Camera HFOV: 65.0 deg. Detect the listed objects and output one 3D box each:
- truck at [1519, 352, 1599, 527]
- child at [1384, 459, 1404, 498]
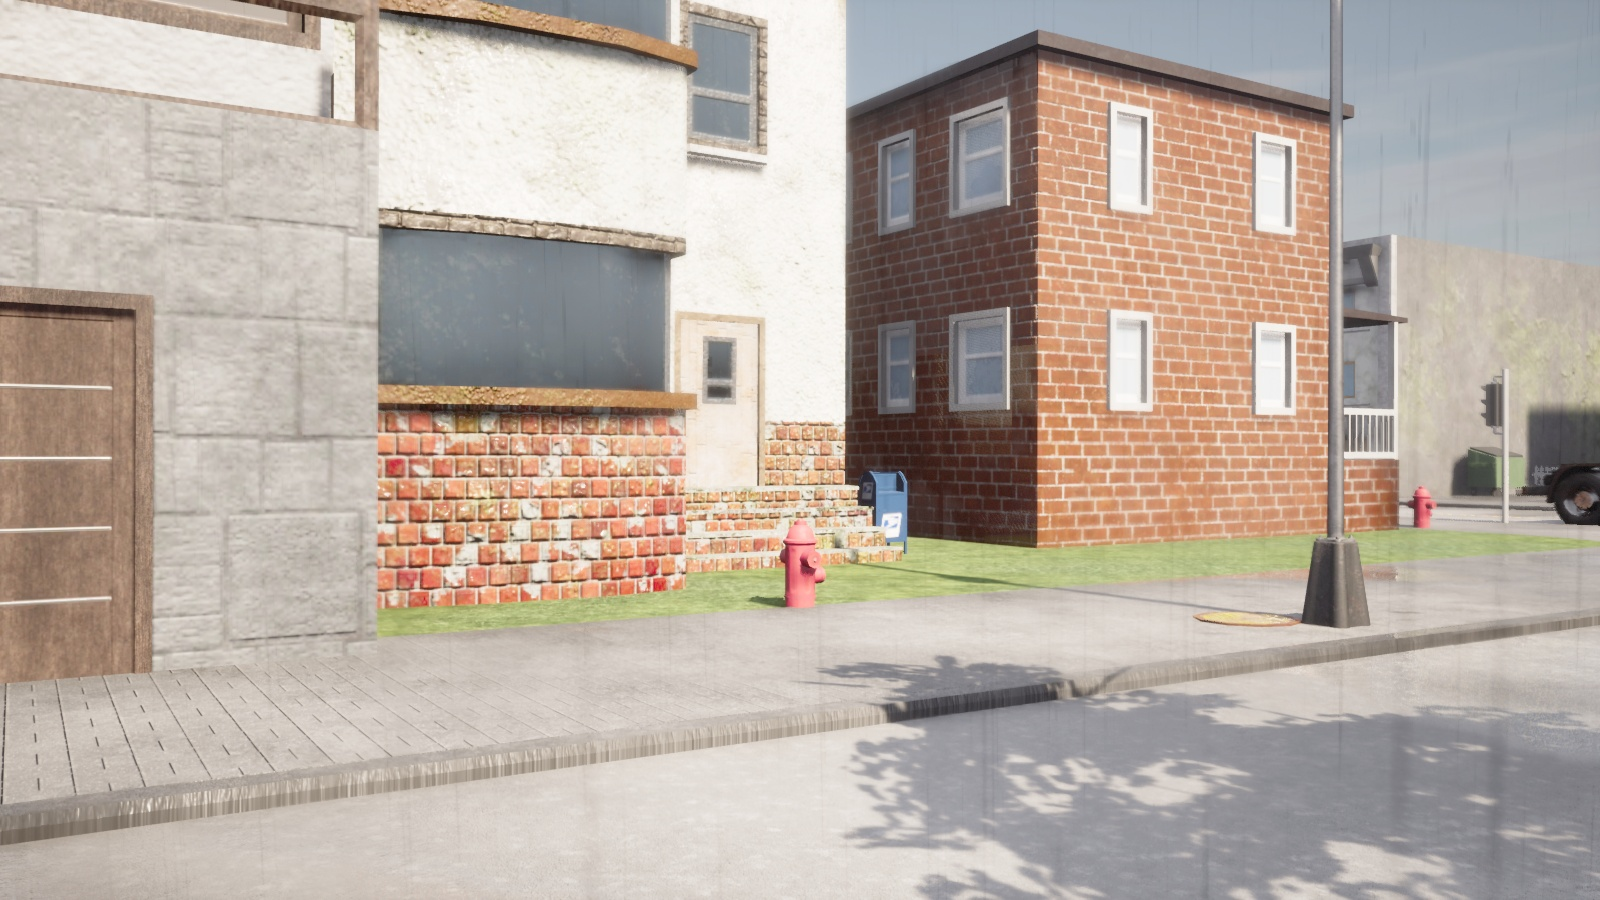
[{"bbox_3d":[18.235,-0.218,23.496,2.891,3.462,7.936,0,0,-29],"label":"truck"},{"bbox_3d":[18.421,0.891,38.936,0.343,1.192,0.448,0,0,-26],"label":"child"}]
